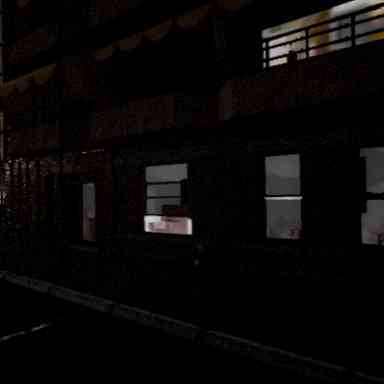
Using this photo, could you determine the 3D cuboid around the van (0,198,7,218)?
[{"bbox_3d":[-16.114,1.421,30.710,1.690,1.788,3.998,-1,-1,36],"label":"van"}]
